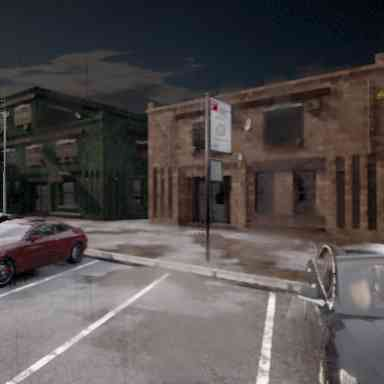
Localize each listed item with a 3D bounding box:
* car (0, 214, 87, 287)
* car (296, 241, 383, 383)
[{"bbox_3d":[-4.832,1.523,9.545,2.002,1.452,4.674,1,-1,16],"label":"car"},{"bbox_3d":[2.494,1.487,4.315,2.231,1.521,4.892,1,-1,16],"label":"car"}]
